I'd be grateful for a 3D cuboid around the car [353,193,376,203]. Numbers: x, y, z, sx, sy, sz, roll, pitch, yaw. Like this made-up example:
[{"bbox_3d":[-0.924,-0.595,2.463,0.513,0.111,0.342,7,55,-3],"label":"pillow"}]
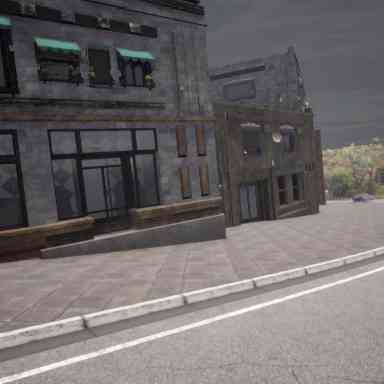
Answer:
[{"bbox_3d":[32.083,1.026,62.121,2.097,1.767,4.553,-6,-2,-3],"label":"car"}]
